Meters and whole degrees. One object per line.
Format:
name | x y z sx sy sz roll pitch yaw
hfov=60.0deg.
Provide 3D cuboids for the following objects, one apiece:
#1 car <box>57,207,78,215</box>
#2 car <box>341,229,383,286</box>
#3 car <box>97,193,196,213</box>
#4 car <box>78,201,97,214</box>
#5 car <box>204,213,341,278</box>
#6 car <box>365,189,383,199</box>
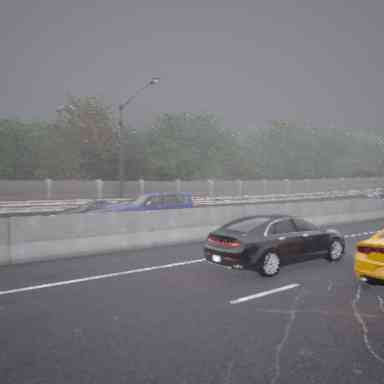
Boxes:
car | -7.123 1.402 24.667 5.357 1.411 2.033 -1 1 -35
car | 5.875 1.358 7.886 5.008 1.535 1.882 -1 1 -35
car | -2.306 1.075 19.493 5.566 2.045 2.150 -1 1 -35
car | -4.607 1.345 22.145 4.902 1.511 2.128 -1 1 -35
car | 2.605 1.400 9.865 4.892 1.490 1.837 -1 1 -35
car | 26.756 0.415 47.576 4.902 1.511 2.128 -3 2 -33
